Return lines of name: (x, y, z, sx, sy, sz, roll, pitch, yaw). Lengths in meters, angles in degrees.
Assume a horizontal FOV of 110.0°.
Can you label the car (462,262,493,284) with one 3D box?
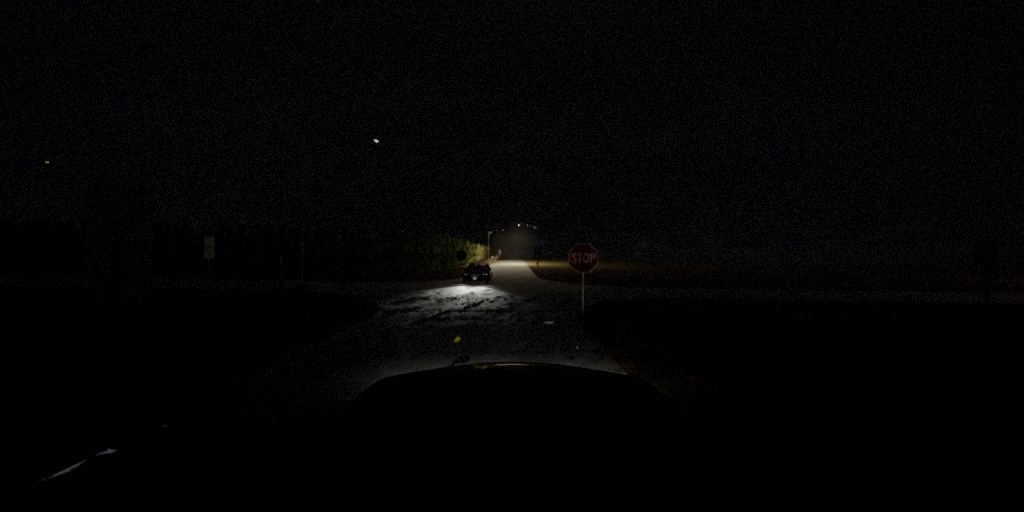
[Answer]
car: (-2.434, 1.194, 26.186, 2.128, 1.511, 4.902, 1, 1, 1)
